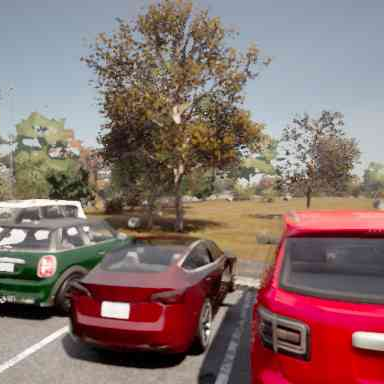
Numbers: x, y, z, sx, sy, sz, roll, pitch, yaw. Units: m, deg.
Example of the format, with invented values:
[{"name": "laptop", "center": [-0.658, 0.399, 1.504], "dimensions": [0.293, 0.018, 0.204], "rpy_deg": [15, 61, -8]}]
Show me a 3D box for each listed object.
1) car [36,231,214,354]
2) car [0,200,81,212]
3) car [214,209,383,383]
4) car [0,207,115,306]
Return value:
[{"name": "car", "center": [-0.346, 1.546, 6.393], "dimensions": [2.163, 1.488, 4.792], "rpy_deg": [0, -1, 15]}, {"name": "car", "center": [-5.221, 1.271, 9.753], "dimensions": [2.435, 2.045, 5.566], "rpy_deg": [1, 0, 15]}, {"name": "car", "center": [2.079, 1.247, 4.674], "dimensions": [2.435, 2.045, 5.566], "rpy_deg": [0, -1, 15]}, {"name": "car", "center": [-2.788, 1.399, 8.049], "dimensions": [2.185, 1.767, 4.553], "rpy_deg": [0, -1, 15]}]
